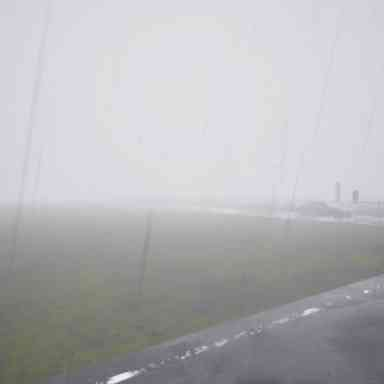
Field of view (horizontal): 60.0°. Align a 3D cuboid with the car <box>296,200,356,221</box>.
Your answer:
[{"bbox_3d":[10.674,1.423,26.840,1.812,1.442,4.674,-1,1,-40],"label":"car"}]
